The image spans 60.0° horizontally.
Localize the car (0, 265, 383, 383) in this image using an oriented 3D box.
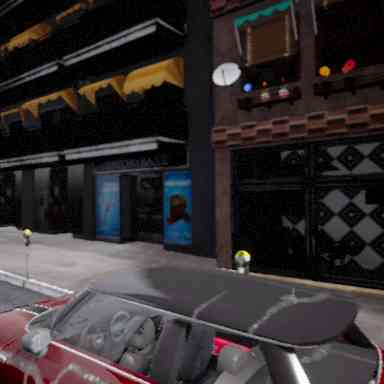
[{"bbox_3d":[-0.383,1.426,3.031,4.097,1.590,1.967,0,-1,36],"label":"car"}]
